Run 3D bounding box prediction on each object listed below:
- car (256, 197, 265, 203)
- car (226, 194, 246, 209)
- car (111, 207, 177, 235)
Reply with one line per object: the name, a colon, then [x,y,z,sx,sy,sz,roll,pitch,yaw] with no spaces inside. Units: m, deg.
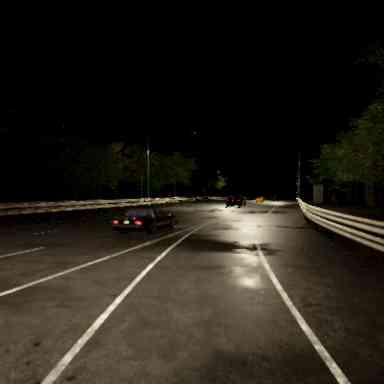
car: [17.209,1.895,83.584,1.882,1.535,5.008,0,-1,17]
car: [6.361,1.316,48.078,2.150,2.045,5.566,0,0,17]
car: [-2.492,1.551,18.747,2.033,1.411,5.357,0,0,17]
